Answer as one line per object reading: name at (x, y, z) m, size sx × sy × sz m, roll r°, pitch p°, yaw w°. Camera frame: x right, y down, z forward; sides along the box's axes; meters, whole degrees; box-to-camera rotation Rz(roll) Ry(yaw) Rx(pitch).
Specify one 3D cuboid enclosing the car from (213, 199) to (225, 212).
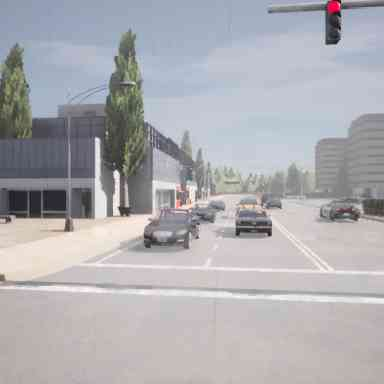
car at (2.868, 1.562, 38.902) m, size 1.994 × 1.385 × 4.181 m, roll 0°, pitch 0°, yaw 8°

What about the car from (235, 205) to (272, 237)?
car at (3.344, 1.601, 18.384) m, size 1.895 × 1.301 × 4.718 m, roll 0°, pitch 0°, yaw 8°

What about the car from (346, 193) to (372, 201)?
car at (31.428, 1.156, 61.880) m, size 3.866 × 1.878 × 1.905 m, roll 0°, pitch 0°, yaw 7°

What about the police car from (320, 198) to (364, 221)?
police car at (11.799, 1.509, 26.975) m, size 2.038 × 1.542 × 4.974 m, roll 0°, pitch 0°, yaw 8°

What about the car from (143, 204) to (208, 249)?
car at (-0.741, 1.491, 14.696) m, size 2.128 × 1.511 × 4.902 m, roll 0°, pitch 0°, yaw 8°

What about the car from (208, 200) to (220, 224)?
car at (0.772, 1.564, 24.897) m, size 1.994 × 1.385 × 4.181 m, roll 0°, pitch 0°, yaw 8°

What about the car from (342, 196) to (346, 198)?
car at (31.834, 1.153, 64.746) m, size 4.605 × 1.855 × 1.932 m, roll 0°, pitch 0°, yaw 7°

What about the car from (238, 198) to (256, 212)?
car at (6.696, 1.489, 40.771) m, size 2.128 × 1.511 × 4.902 m, roll 0°, pitch 0°, yaw 8°

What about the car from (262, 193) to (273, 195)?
car at (12.368, 1.221, 54.632) m, size 2.150 × 2.045 × 5.566 m, roll 0°, pitch 0°, yaw 8°

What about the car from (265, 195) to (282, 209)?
car at (10.929, 1.491, 44.592) m, size 2.128 × 1.511 × 4.902 m, roll 0°, pitch 0°, yaw 9°

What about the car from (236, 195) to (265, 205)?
car at (4.842, 1.352, 28.413) m, size 2.097 × 1.767 × 4.553 m, roll 0°, pitch 0°, yaw 9°
